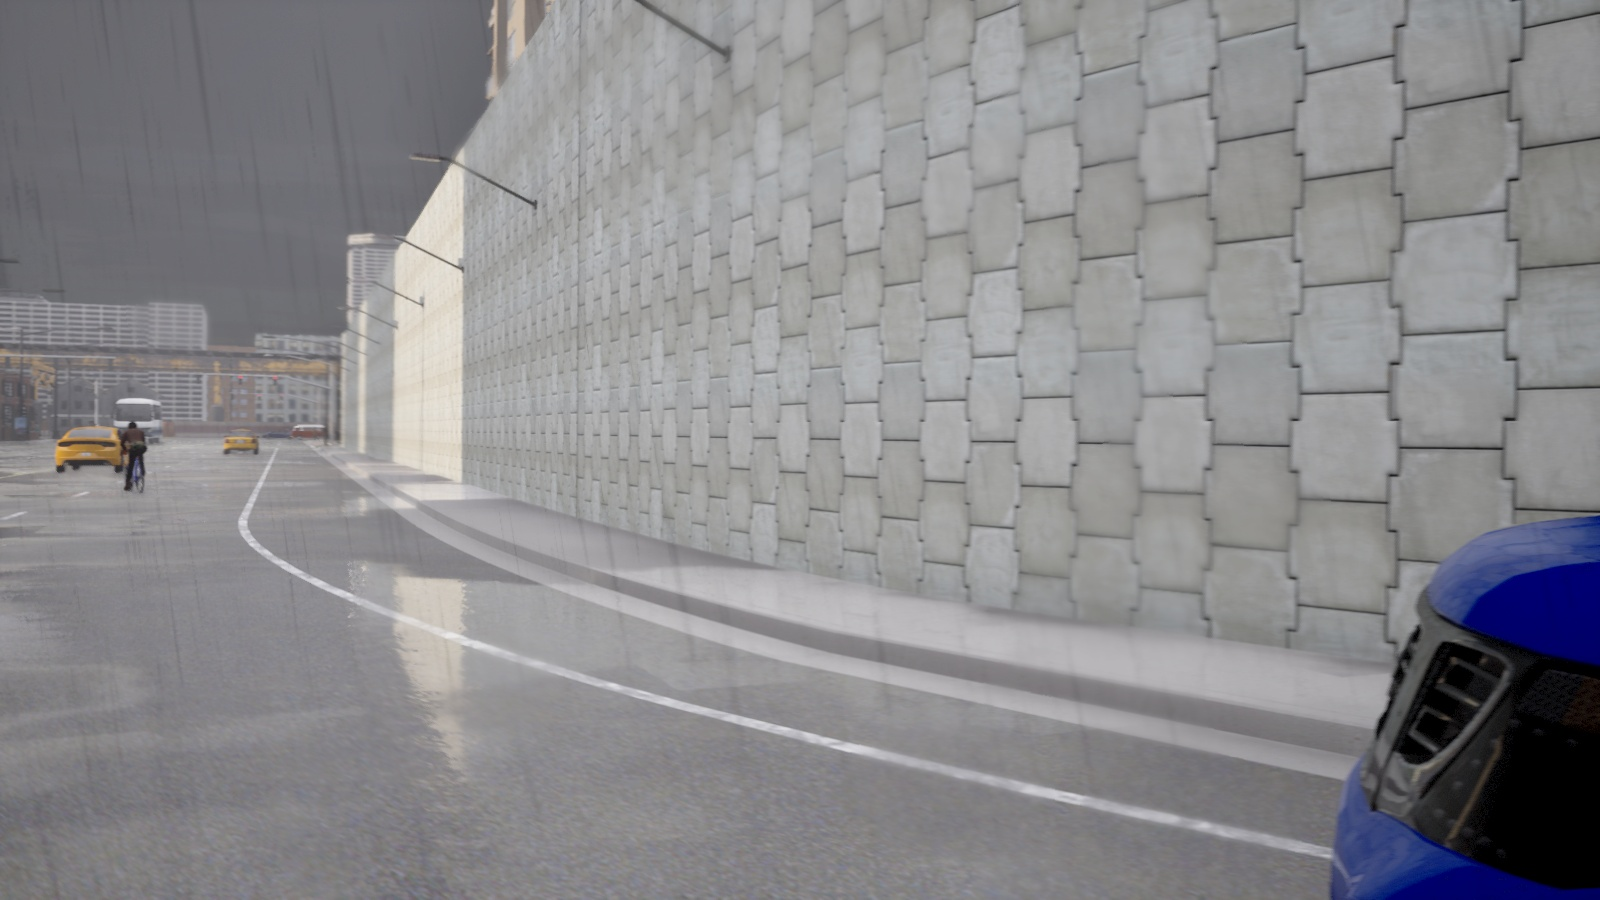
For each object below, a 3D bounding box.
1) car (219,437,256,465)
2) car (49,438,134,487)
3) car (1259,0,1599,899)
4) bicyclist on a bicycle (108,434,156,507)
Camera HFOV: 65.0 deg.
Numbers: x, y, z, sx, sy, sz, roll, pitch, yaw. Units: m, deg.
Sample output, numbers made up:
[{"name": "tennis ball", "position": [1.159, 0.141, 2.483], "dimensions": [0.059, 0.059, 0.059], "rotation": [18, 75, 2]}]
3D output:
[{"name": "car", "position": [-32.716, 0.030, 73.180], "dimensions": [1.801, 1.575, 5.366], "rotation": [-1, 1, -22]}, {"name": "car", "position": [-23.740, 0.380, 42.236], "dimensions": [1.882, 1.535, 5.008], "rotation": [-1, 1, -22]}, {"name": "car", "position": [3.565, 0.406, 1.230], "dimensions": [5.566, 2.045, 2.150], "rotation": [0, 1, 30]}, {"name": "bicyclist on a bicycle", "position": [-15.211, 0.455, 28.580], "dimensions": [0.582, 1.620, 1.656], "rotation": [-1, 0, -41]}]
